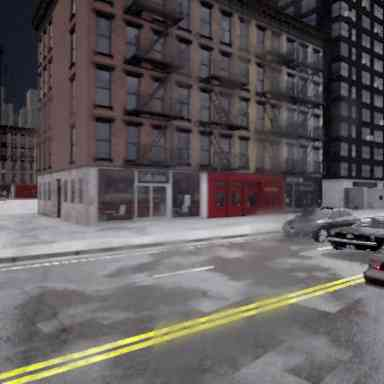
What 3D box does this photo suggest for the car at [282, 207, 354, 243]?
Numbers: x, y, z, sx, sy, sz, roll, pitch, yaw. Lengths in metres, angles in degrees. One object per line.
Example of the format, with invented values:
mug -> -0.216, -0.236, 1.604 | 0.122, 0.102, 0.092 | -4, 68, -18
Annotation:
car -> 6.439, 1.515, 16.258 | 4.892, 1.490, 1.837 | 0, 0, -35

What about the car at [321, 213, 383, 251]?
car -> 7.330, 1.610, 12.903 | 4.718, 1.301, 1.895 | 0, 0, -35

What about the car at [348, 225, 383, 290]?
car -> 6.148, 1.554, 7.821 | 5.357, 1.411, 2.033 | 0, 0, -36
